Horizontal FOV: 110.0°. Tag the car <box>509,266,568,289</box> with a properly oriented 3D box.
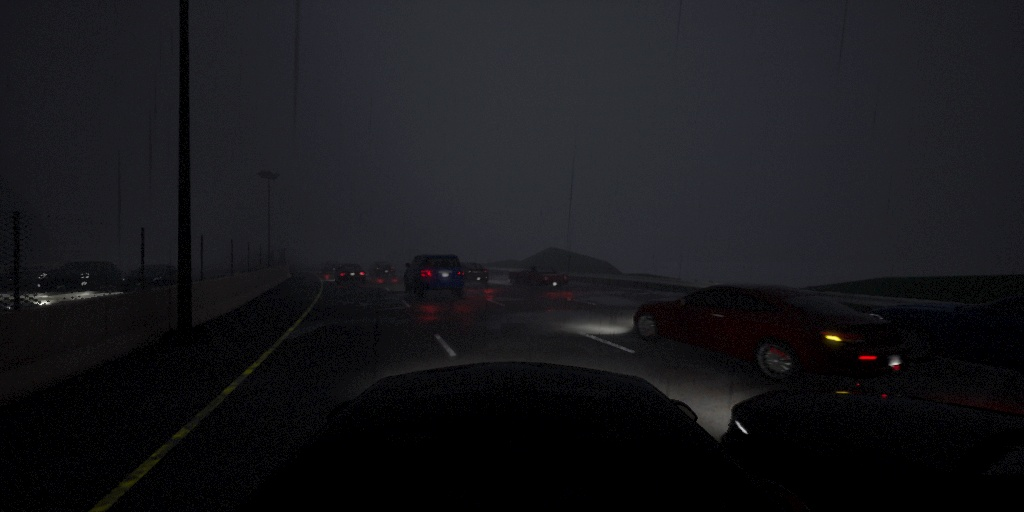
[{"bbox_3d":[1.541,1.316,22.932,1.895,1.301,4.718,0,0,-25],"label":"car"}]

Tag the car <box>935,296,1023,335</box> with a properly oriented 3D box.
[{"bbox_3d":[8.821,1.217,5.498,1.882,1.535,5.008,0,0,-20],"label":"car"}]

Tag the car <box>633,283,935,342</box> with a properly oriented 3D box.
[{"bbox_3d":[4.481,1.265,7.112,1.812,1.442,4.674,0,0,-21],"label":"car"}]

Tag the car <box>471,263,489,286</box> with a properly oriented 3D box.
[{"bbox_3d":[-3.179,1.207,24.586,2.128,1.511,4.902,0,0,-26],"label":"car"}]

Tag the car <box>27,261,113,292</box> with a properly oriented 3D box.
[{"bbox_3d":[-25.278,1.086,21.137,2.097,1.767,4.553,0,0,-29],"label":"car"}]

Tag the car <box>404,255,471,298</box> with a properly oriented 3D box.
[{"bbox_3d":[-4.149,0.947,18.604,2.150,2.045,5.566,0,0,-25],"label":"car"}]

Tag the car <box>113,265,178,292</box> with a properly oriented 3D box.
[{"bbox_3d":[-21.613,1.256,21.740,1.812,1.442,4.674,0,0,-28],"label":"car"}]

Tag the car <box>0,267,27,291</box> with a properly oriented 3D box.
[{"bbox_3d":[-29.356,1.336,21.315,1.895,1.301,4.718,0,0,-30],"label":"car"}]

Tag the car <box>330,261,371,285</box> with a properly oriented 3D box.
[{"bbox_3d":[-11.938,1.266,26.318,2.033,1.411,5.357,0,0,-29],"label":"car"}]

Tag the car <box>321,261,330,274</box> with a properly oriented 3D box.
[{"bbox_3d":[-20.025,1.227,39.904,1.812,1.442,4.674,0,0,-31],"label":"car"}]

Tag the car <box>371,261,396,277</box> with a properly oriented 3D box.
[{"bbox_3d":[-12.533,1.232,34.492,1.812,1.442,4.674,0,0,-30],"label":"car"}]

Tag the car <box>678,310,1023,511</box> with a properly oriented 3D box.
[{"bbox_3d":[2.989,1.275,1.008,1.812,1.442,4.674,0,0,-19],"label":"car"}]
